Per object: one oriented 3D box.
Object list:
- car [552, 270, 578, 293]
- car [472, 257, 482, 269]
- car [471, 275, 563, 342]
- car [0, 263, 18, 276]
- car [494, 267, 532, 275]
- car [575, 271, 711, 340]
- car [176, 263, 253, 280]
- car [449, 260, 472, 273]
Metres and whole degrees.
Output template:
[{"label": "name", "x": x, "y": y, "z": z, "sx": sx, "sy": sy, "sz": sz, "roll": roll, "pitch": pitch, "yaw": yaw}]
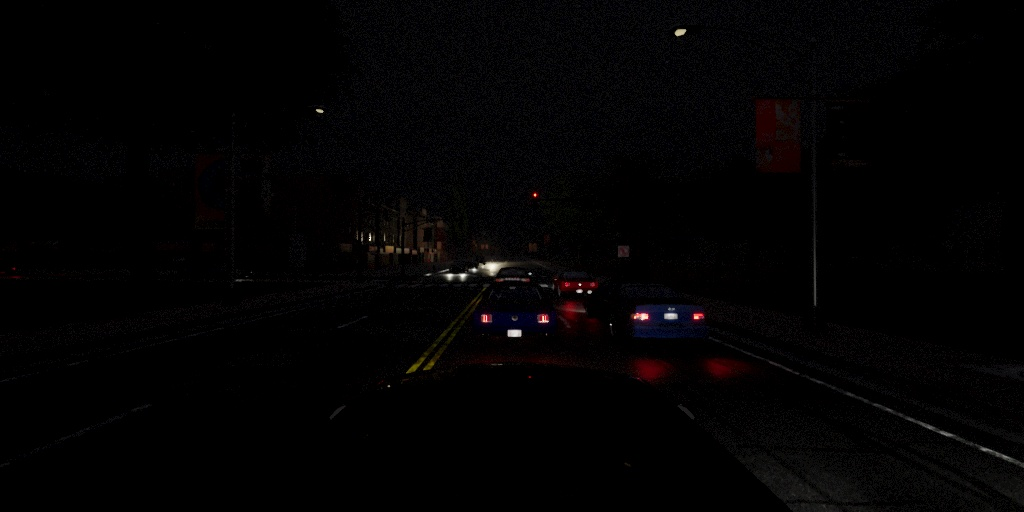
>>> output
[{"label": "car", "x": 3.295, "y": 1.439, "z": 19.644, "sx": 1.895, "sy": 1.301, "sz": 4.718, "roll": 0, "pitch": 0, "yaw": 0}, {"label": "car", "x": -6.603, "y": 1.328, "z": 58.640, "sx": 1.994, "sy": 1.385, "sz": 4.181, "roll": 0, "pitch": 1, "yaw": 0}, {"label": "car", "x": 0.078, "y": 1.374, "z": 9.875, "sx": 1.895, "sy": 1.301, "sz": 4.718, "roll": 0, "pitch": 0, "yaw": 0}, {"label": "car", "x": -49.244, "y": 1.241, "z": 33.197, "sx": 4.718, "sy": 1.301, "sz": 1.895, "roll": 0, "pitch": 0, "yaw": 1}, {"label": "car", "x": 0.044, "y": 1.314, "z": 19.216, "sx": 1.882, "sy": 1.535, "sz": 5.008, "roll": 0, "pitch": 0, "yaw": 0}, {"label": "car", "x": 3.328, "y": 1.321, "z": 10.000, "sx": 2.033, "sy": 1.411, "sz": 5.357, "roll": 0, "pitch": 0, "yaw": 0}, {"label": "car", "x": -25.062, "y": 1.328, "z": 30.285, "sx": 5.357, "sy": 1.411, "sz": 2.033, "roll": 1, "pitch": 0, "yaw": 0}, {"label": "car", "x": -6.621, "y": 1.340, "z": 45.129, "sx": 1.882, "sy": 1.535, "sz": 5.008, "roll": 0, "pitch": 0, "yaw": 1}]
